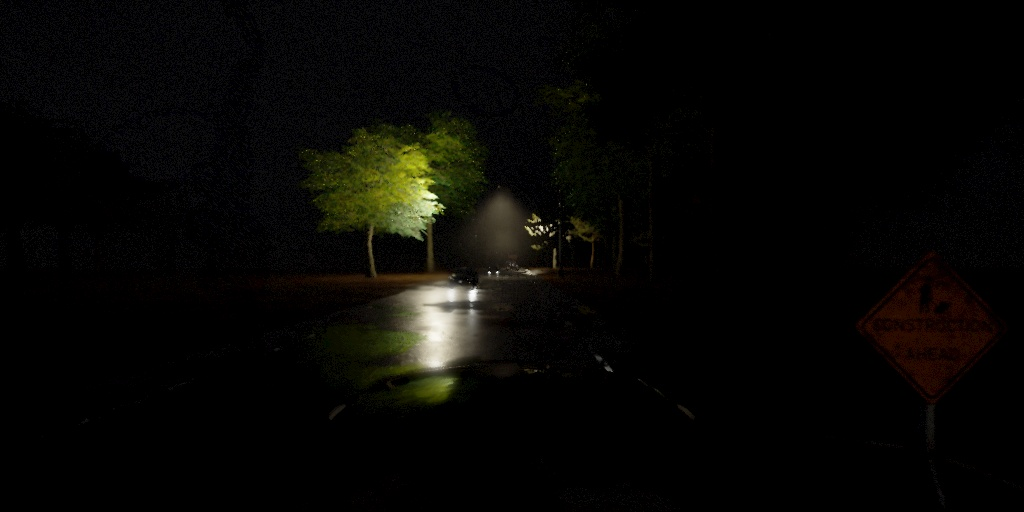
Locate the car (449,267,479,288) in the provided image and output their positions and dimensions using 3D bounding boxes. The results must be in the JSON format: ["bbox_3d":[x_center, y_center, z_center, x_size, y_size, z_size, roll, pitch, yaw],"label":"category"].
[{"bbox_3d":[-3.564,1.581,27.412,1.837,1.490,4.892,0,-1,0],"label":"car"}]

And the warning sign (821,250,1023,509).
[{"bbox_3d":[3.551,0.883,3.078,1.300,1.860,1.060,0,0,0],"label":"warning sign"}]
